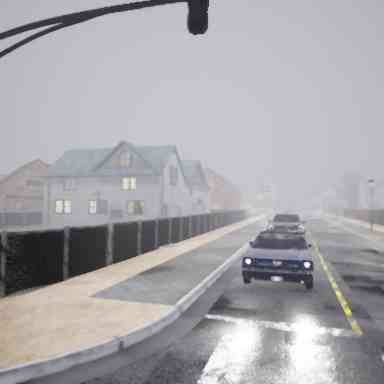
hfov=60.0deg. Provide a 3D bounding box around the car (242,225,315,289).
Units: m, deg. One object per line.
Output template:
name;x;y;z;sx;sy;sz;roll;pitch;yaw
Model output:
car;2.774;1.945;10.445;1.895;1.301;4.718;0;-2;17

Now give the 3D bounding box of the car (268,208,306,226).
car;5.679;2.038;19.913;2.097;1.767;4.553;0;-2;17

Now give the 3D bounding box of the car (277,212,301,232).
car;8.660;2.551;29.618;1.837;1.490;4.892;0;-2;17
